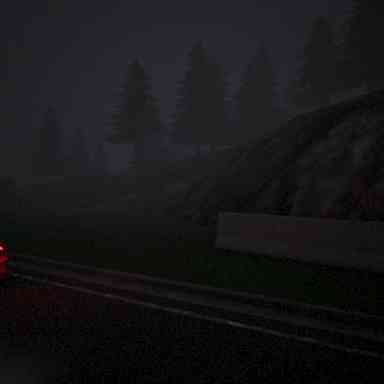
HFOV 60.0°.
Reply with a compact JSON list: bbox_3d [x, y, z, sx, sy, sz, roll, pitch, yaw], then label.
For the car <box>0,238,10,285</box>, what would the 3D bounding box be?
[{"bbox_3d":[-6.225,1.210,7.445,4.553,1.767,2.097,1,1,31],"label":"car"}]
